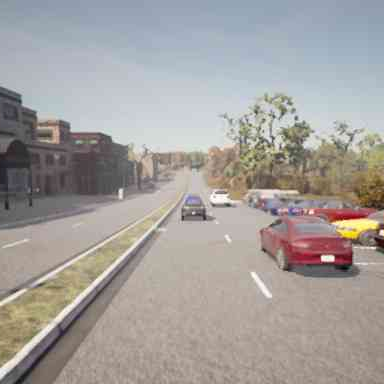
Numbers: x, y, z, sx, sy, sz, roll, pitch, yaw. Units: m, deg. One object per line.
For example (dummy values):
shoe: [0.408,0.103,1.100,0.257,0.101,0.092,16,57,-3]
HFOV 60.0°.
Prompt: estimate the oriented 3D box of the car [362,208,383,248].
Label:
car: [8.840,1.442,11.319,4.792,1.488,2.163,0,1,0]

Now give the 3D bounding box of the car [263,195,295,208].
car: [8.817,1.242,27.855,4.792,1.488,2.163,0,1,0]

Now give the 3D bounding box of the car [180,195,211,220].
car: [0.129,1.253,25.762,2.128,1.511,4.902,0,1,0]

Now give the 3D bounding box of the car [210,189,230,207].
car: [3.437,0.690,41.375,2.150,2.045,5.566,0,1,0]

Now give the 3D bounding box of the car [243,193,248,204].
car: [8.865,1.008,38.870,4.892,1.521,2.231,0,1,0]

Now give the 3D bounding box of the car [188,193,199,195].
car: [0.187,0.912,42.751,1.882,1.535,5.008,0,2,0]

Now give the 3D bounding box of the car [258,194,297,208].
car: [8.882,1.194,30.607,4.792,1.488,2.163,0,1,0]

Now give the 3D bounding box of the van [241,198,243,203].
van: [8.761,0.720,41.623,4.442,1.987,1.878,0,1,0]

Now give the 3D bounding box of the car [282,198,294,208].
car: [8.832,1.331,22.344,4.674,1.452,2.002,0,1,0]

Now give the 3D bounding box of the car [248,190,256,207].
car: [8.834,0.937,36.241,4.553,1.767,2.185,0,1,0]

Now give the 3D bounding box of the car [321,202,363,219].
car: [8.631,1.384,14.079,5.366,1.575,1.946,0,1,0]

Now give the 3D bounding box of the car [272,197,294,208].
car: [8.843,1.293,25.097,4.674,1.452,2.002,0,1,0]

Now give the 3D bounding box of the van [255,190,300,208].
van: [8.975,0.891,33.354,4.442,1.987,1.878,0,1,0]

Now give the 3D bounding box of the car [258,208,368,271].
car: [3.375,1.461,10.547,1.812,1.442,4.674,0,0,0]

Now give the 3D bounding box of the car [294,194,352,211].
car: [8.798,1.204,19.580,4.553,1.767,2.185,0,1,0]

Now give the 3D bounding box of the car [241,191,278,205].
car: [8.913,0.751,44.376,4.553,1.767,2.185,0,2,0]
